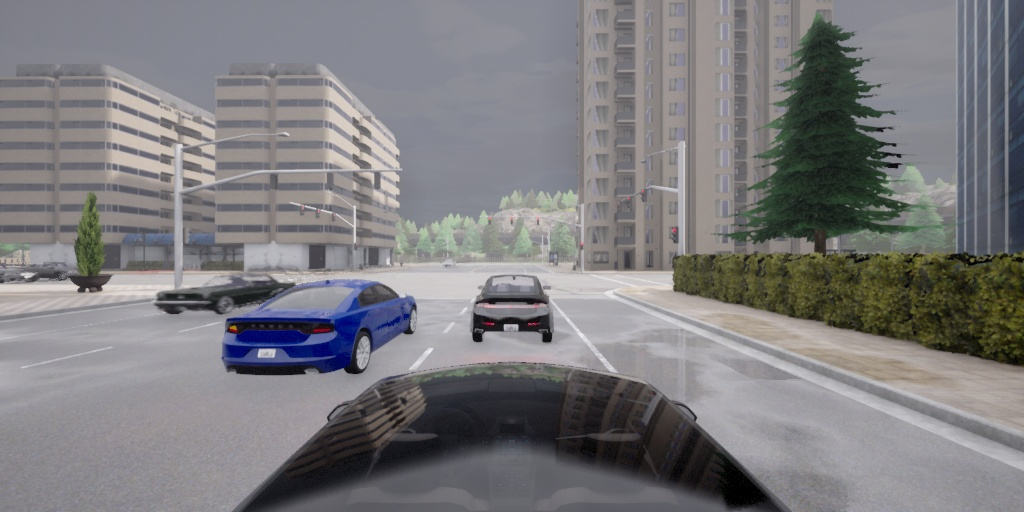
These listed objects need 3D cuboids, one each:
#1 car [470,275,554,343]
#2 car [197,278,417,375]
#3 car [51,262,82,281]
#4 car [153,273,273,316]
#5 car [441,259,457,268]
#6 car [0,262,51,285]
[{"bbox_3d":[0.049,1.240,9.695,2.128,1.511,4.902,0,0,2],"label":"car"},{"bbox_3d":[-3.449,1.227,7.552,1.882,1.535,5.008,0,0,1],"label":"car"},{"bbox_3d":[-36.793,1.238,28.990,4.902,1.511,2.128,0,0,1],"label":"car"},{"bbox_3d":[-10.499,1.353,13.586,1.895,1.301,4.718,0,0,0],"label":"car"},{"bbox_3d":[-10.490,1.315,60.167,1.812,1.442,4.674,0,1,0],"label":"car"},{"bbox_3d":[-36.761,1.240,25.487,4.902,1.511,2.128,0,0,1],"label":"car"}]
